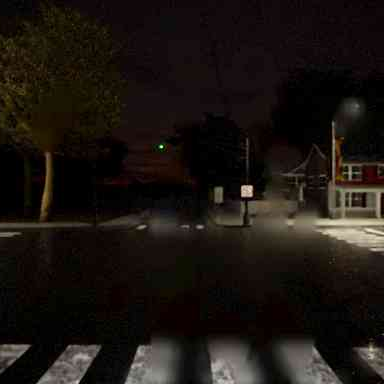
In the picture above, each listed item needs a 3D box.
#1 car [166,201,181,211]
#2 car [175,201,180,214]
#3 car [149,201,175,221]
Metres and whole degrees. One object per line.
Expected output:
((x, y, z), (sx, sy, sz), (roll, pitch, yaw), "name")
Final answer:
((-2.854, 2.157, 52.879), (2.033, 1.411, 5.357), (0, -1, 0), "car")
((-2.905, 1.998, 42.251), (1.837, 1.490, 4.892), (0, -1, 0), "car")
((-2.951, 1.855, 31.950), (1.882, 1.535, 5.008), (0, -1, 0), "car")
